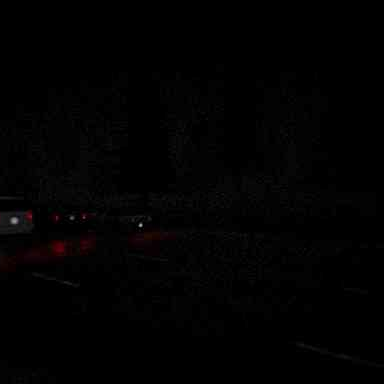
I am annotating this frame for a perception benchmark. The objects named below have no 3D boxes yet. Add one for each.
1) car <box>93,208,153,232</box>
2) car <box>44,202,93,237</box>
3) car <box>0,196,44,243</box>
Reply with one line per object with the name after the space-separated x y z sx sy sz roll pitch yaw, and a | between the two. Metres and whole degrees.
-4.735 1.599 20.260 4.718 1.301 1.895 0 0 36 | car
-7.842 1.350 18.176 4.553 1.767 2.097 0 0 36 | car
-9.326 1.219 14.937 5.566 2.045 2.150 0 0 36 | car
